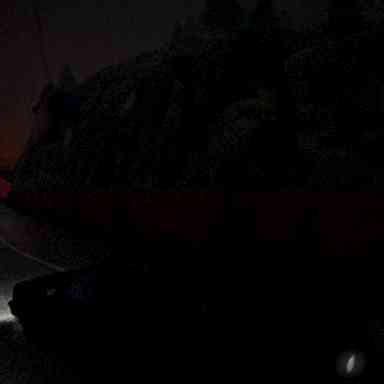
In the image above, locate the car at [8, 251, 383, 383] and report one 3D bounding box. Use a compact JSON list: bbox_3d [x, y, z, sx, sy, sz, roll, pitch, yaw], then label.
[{"bbox_3d":[-0.519,1.565,4.553,5.357,1.411,2.033,0,0,40],"label":"car"}]
